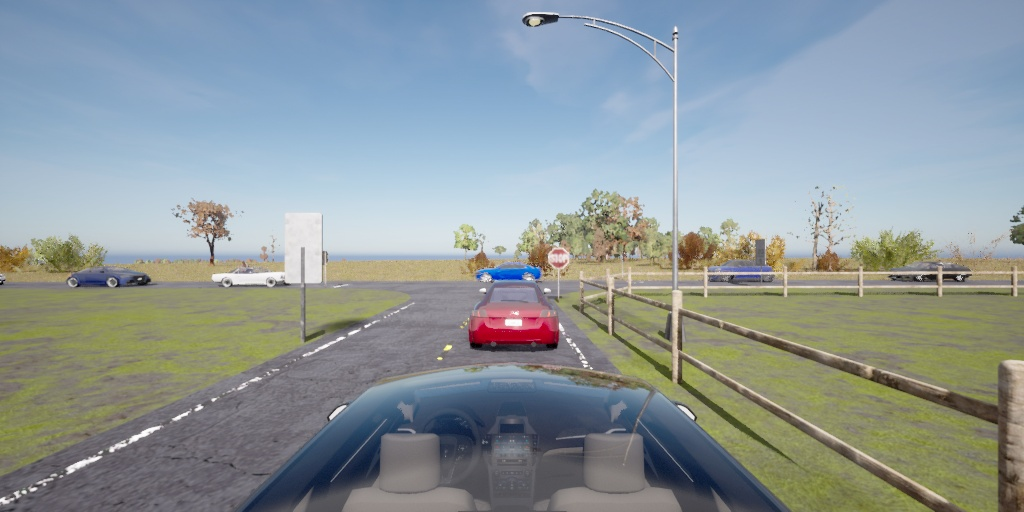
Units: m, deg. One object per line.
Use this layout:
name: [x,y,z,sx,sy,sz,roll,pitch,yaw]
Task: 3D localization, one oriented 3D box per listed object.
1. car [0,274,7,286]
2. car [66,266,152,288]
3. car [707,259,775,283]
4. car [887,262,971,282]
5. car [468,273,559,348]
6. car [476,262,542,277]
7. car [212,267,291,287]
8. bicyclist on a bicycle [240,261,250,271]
car: [-37.612,1.379,24.413,4.674,1.442,1.812,0,0,0]
car: [-27.270,1.386,24.344,4.181,1.385,1.994,0,0,0]
car: [16.957,1.054,27.033,4.553,1.767,2.097,0,0,0]
car: [31.232,1.170,26.946,4.902,1.511,2.128,0,0,0]
car: [0.075,1.314,9.247,1.994,1.385,4.181,0,0,1]
car: [-0.229,1.223,27.136,5.008,1.535,1.882,0,0,0]
car: [-17.256,1.394,24.286,4.718,1.301,1.895,0,0,0]
bicyclist on a bicycle: [-22.568,1.260,30.291,0.582,1.620,1.656,0,0,0]
